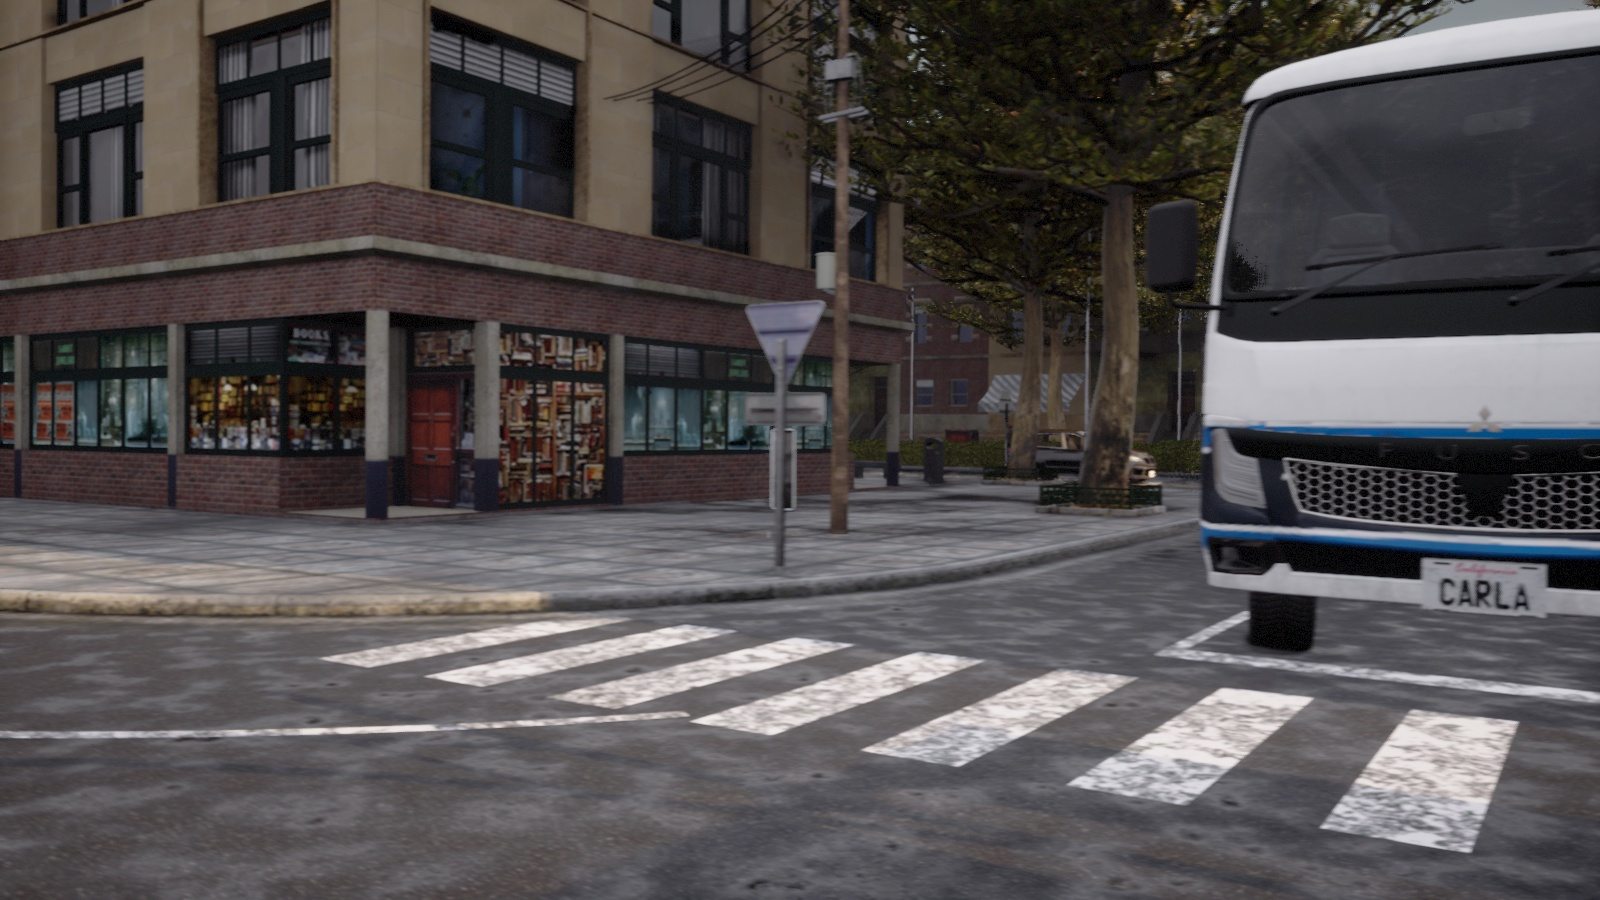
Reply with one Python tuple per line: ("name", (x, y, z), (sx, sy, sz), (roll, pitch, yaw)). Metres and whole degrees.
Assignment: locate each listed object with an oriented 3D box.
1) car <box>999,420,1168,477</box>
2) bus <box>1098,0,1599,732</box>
("car", (8.805, -0.047, 39.141), (4.611, 1.667, 2.242), (0, 1, 34))
("bus", (6.095, -0.849, 10.672), (3.944, 4.253, 10.273), (0, 1, 31))
